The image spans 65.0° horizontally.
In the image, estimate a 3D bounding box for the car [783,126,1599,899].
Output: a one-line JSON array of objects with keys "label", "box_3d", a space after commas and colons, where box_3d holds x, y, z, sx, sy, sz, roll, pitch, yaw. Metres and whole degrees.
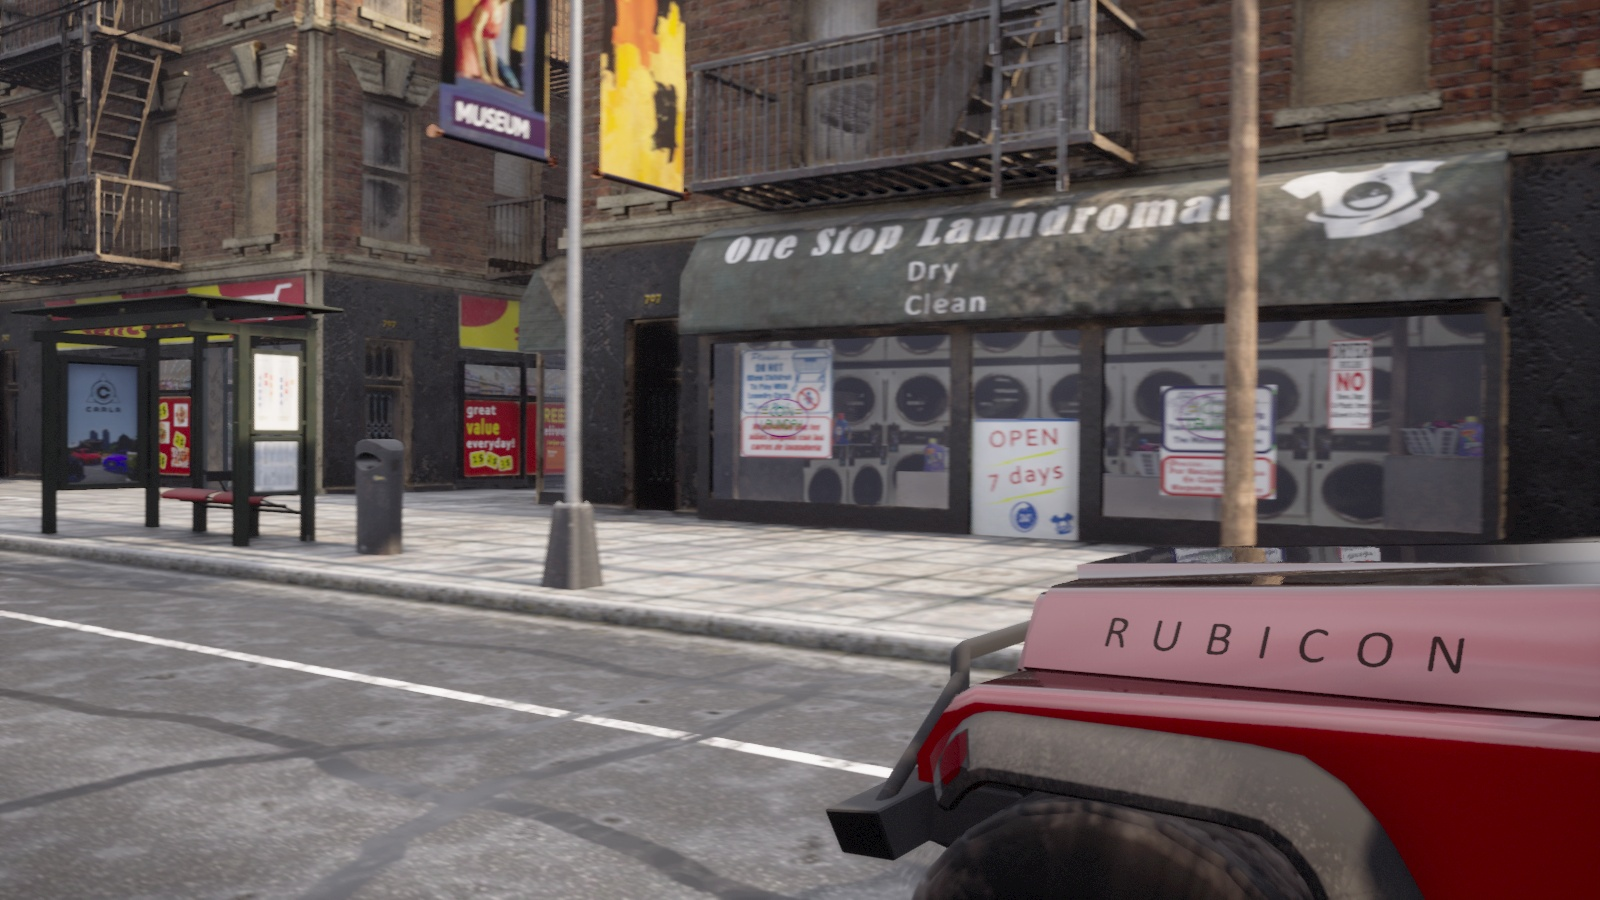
[{"label": "car", "box_3d": [2.112, 0.478, 2.216, 3.866, 1.878, 1.905, 0, 1, 34]}]
